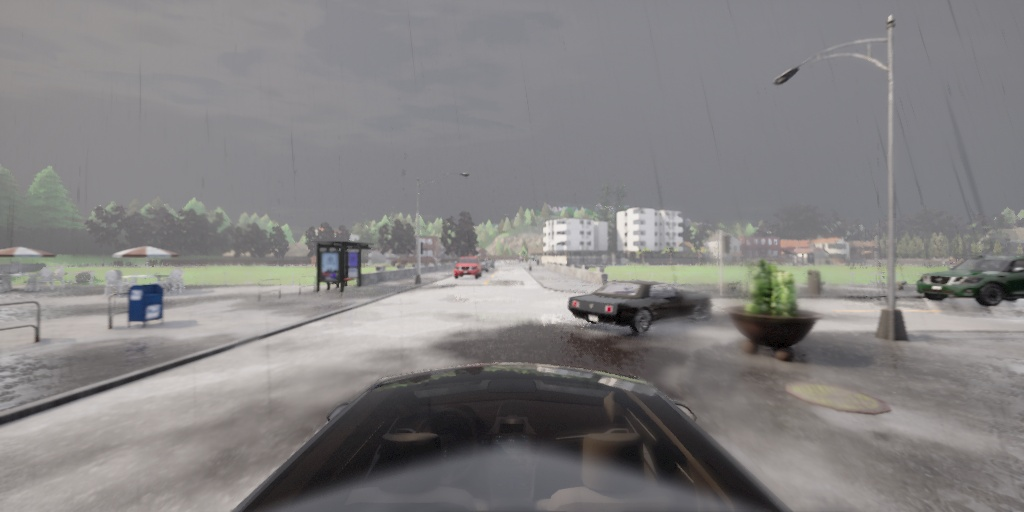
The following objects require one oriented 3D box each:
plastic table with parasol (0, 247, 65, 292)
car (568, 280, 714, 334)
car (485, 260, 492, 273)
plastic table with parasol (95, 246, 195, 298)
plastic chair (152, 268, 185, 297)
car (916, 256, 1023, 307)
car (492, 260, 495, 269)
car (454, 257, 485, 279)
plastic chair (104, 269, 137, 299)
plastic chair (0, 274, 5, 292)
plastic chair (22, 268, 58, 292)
[{"bbox_3d":[-27.800,0.728,20.266,2.482,2.480,2.482,0,0,0],"label":"plastic table with parasol"},{"bbox_3d":[4.021,1.377,10.779,4.718,1.301,1.895,0,0,-34],"label":"car"},{"bbox_3d":[-4.078,1.409,47.588,1.812,1.442,4.674,0,0,1],"label":"car"},{"bbox_3d":[-19.170,0.724,18.856,2.482,2.480,2.482,0,0,0],"label":"plastic table with parasol"},{"bbox_3d":[-17.900,1.328,18.716,0.730,1.272,0.750,0,0,0],"label":"plastic chair"},{"bbox_3d":[20.973,1.013,15.375,5.566,2.045,2.150,0,0,0],"label":"car"},{"bbox_3d":[-4.018,1.422,63.249,2.128,1.511,4.902,0,0,0],"label":"car"},{"bbox_3d":[-4.089,1.066,34.149,2.150,2.045,5.566,0,0,0],"label":"car"},{"bbox_3d":[-19.200,1.325,17.516,0.750,1.272,0.730,0,0,0],"label":"plastic chair"},{"bbox_3d":[-27.900,1.328,19.016,0.750,1.272,0.730,0,0,0],"label":"plastic chair"},{"bbox_3d":[-26.600,1.332,20.216,0.730,1.272,0.750,0,0,0],"label":"plastic chair"}]
